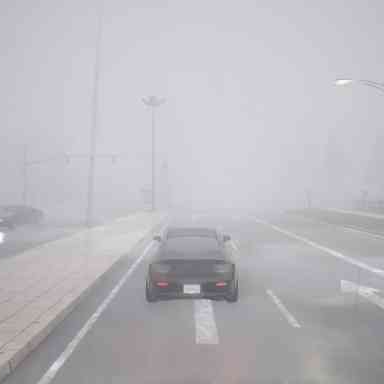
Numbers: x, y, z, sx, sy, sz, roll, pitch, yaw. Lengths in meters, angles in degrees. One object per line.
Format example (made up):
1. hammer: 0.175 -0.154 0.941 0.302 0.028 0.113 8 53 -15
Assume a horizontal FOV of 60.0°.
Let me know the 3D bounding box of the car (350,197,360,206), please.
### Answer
1. car: 27.775 1.526 51.864 4.674 1.442 1.812 0 0 0

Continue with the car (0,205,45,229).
1. car: -11.561 1.547 21.660 2.033 1.411 5.357 0 0 1

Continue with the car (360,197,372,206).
1. car: 27.601 1.601 48.364 4.718 1.301 1.895 0 0 0

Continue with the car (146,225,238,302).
1. car: 0.000 1.526 8.106 1.812 1.442 4.674 0 0 0

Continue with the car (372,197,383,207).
1. car: 27.503 1.352 44.867 4.553 1.767 2.097 0 0 0

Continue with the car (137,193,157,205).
1. car: -8.097 1.351 59.734 2.097 1.767 4.553 0 0 0

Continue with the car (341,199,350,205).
1. car: 27.186 1.564 55.362 4.181 1.385 1.994 0 0 -1

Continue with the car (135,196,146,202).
1. car: -11.685 1.553 75.572 1.994 1.385 4.181 0 0 -1

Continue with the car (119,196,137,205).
1. car: -11.593 1.525 59.129 1.812 1.442 4.674 0 0 0

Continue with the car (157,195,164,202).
1. car: -8.190 1.478 75.875 1.882 1.535 5.008 0 0 -1

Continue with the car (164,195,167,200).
1. car: -8.402 1.553 89.657 1.994 1.385 4.181 0 0 -1

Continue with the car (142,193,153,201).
1. car: -11.897 1.225 89.307 2.150 2.045 5.566 0 0 -1
